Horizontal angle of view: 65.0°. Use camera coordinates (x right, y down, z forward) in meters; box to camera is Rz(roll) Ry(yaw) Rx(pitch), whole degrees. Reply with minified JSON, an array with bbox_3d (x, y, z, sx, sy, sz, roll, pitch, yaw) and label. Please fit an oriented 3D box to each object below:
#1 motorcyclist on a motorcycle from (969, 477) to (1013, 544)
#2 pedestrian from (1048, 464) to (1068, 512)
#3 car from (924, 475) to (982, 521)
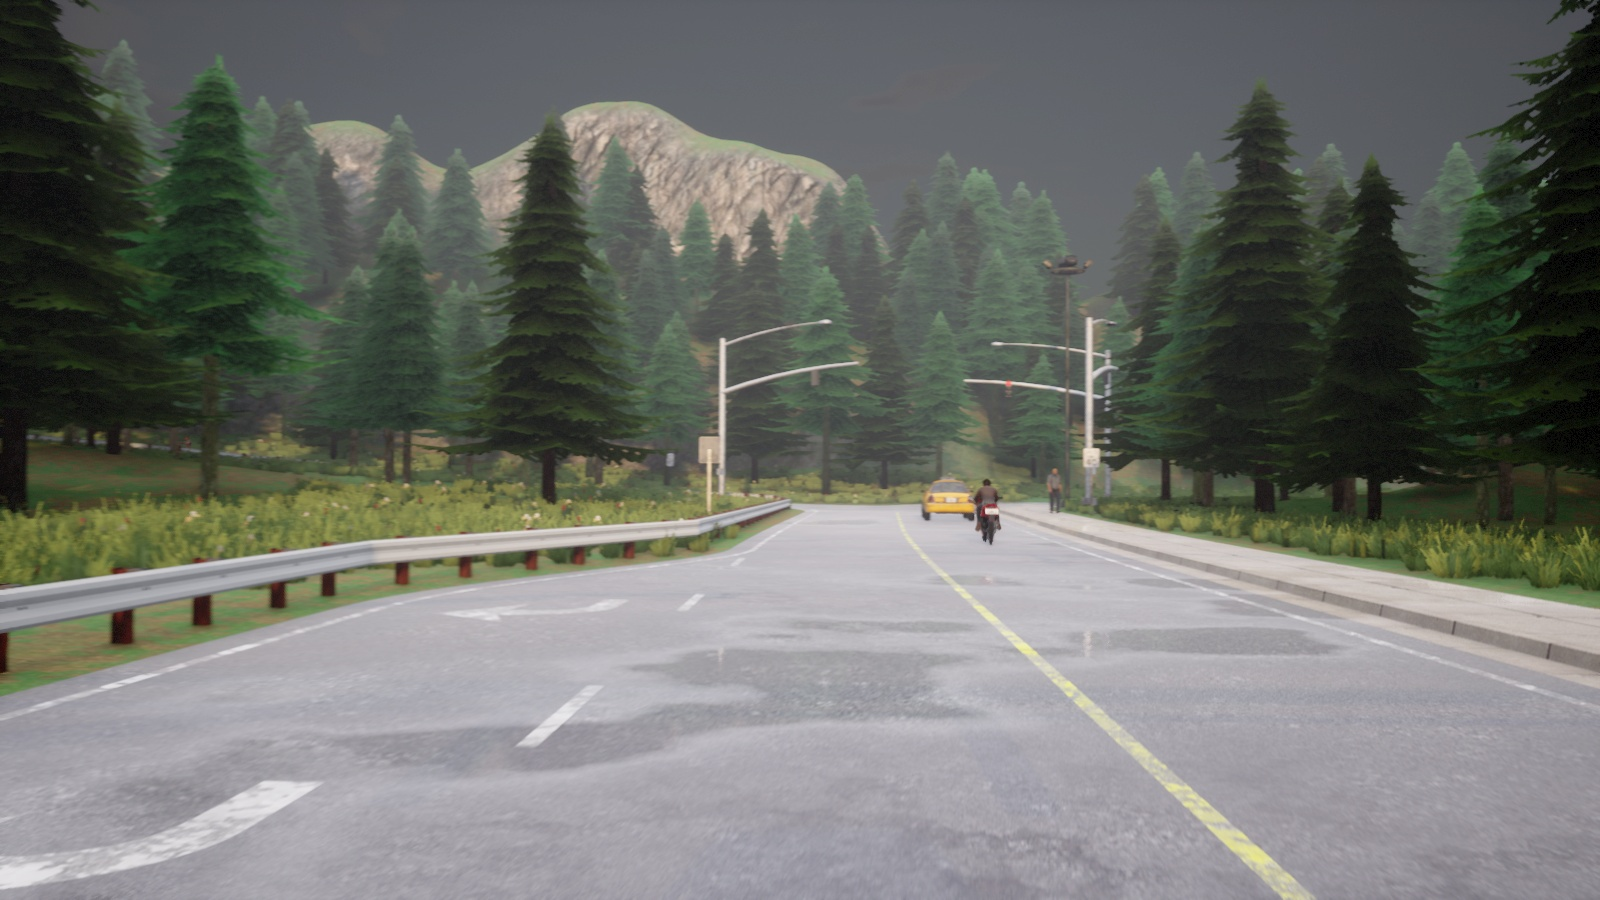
[{"bbox_3d":[4.495,1.406,29.682,0.797,1.523,2.044,0,-1,3],"label":"motorcyclist on a motorcycle"},{"bbox_3d":[9.970,1.468,48.515,0.540,1.848,0.694,0,-1,-8],"label":"pedestrian"},{"bbox_3d":[5.508,1.695,45.709,1.801,1.575,5.366,0,-1,4],"label":"car"}]
